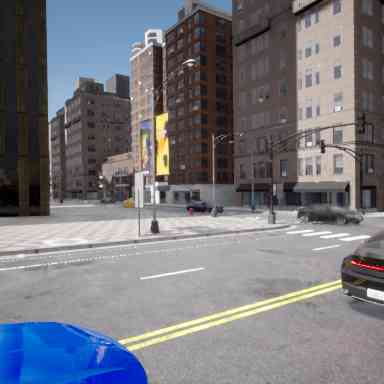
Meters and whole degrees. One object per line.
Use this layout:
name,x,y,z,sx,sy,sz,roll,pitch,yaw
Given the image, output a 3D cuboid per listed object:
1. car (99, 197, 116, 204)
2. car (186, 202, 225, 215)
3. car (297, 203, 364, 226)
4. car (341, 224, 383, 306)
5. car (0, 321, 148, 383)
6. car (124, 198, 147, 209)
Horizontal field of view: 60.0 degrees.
car,-17.193,1.742,67.583,2.033,1.411,5.357,-1,0,-35
car,1.379,1.715,35.651,1.895,1.301,4.718,-1,0,-35
car,9.688,1.552,23.672,1.812,1.442,4.674,-1,-1,-34
car,5.114,1.504,7.092,4.892,1.490,1.837,0,0,-36
car,-2.577,1.478,1.603,5.008,1.535,1.882,0,0,-35
car,-8.538,1.652,49.760,1.882,1.535,5.008,-1,1,-35
